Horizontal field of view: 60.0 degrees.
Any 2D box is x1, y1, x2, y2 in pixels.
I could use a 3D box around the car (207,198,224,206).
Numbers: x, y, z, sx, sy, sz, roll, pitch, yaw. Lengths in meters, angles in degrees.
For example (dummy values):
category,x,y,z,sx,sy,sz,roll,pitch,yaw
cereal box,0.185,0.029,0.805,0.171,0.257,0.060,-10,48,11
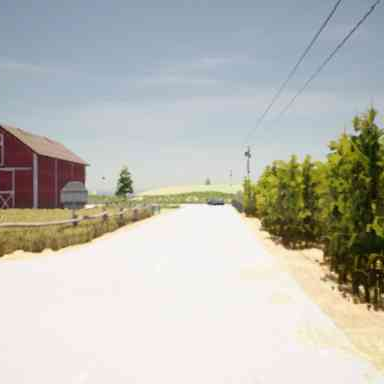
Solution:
category,x,y,z,sx,sy,sz,roll,pitch,yaw
car,4.213,1.814,59.910,1.994,1.385,4.181,0,0,-19
